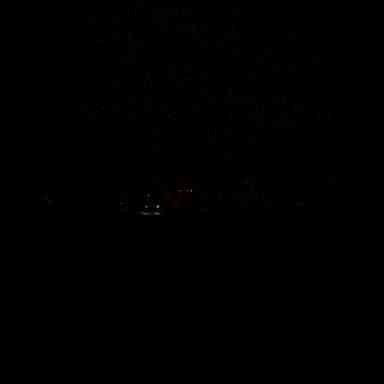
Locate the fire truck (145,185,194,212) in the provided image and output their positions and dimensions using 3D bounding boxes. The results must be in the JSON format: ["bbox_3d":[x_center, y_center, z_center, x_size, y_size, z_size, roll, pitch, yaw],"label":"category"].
[{"bbox_3d":[-3.184,0.957,50.237,2.891,3.827,8.468,1,0,35],"label":"fire truck"}]
